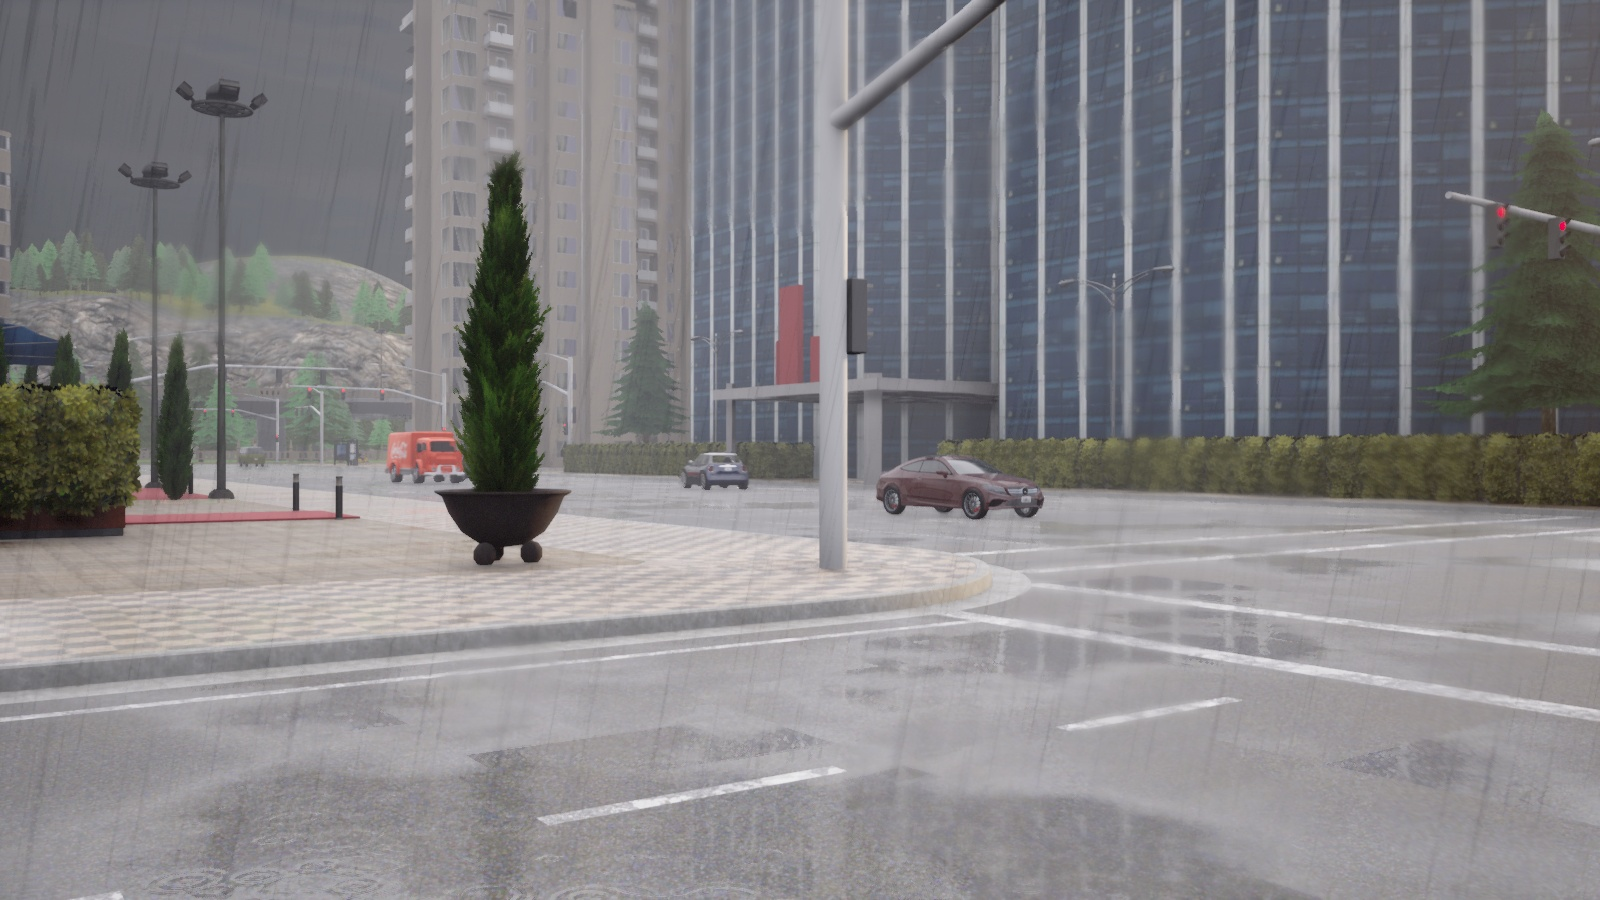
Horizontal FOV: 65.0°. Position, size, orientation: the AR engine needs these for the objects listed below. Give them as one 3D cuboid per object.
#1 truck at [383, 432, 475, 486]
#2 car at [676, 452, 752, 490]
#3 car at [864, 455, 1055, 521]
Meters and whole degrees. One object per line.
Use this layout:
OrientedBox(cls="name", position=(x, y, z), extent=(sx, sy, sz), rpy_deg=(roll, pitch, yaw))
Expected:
OrientedBox(cls="truck", position=(-17.910, 0.440, 60.444), extent=(2.627, 2.467, 5.204), rpy_deg=(0, 0, -36))
OrientedBox(cls="car", position=(-3.556, 0.837, 51.371), extent=(1.970, 1.475, 3.806), rpy_deg=(0, 0, -22))
OrientedBox(cls="car", position=(3.690, 0.831, 29.837), extent=(1.812, 1.442, 4.674), rpy_deg=(0, 0, -35))
